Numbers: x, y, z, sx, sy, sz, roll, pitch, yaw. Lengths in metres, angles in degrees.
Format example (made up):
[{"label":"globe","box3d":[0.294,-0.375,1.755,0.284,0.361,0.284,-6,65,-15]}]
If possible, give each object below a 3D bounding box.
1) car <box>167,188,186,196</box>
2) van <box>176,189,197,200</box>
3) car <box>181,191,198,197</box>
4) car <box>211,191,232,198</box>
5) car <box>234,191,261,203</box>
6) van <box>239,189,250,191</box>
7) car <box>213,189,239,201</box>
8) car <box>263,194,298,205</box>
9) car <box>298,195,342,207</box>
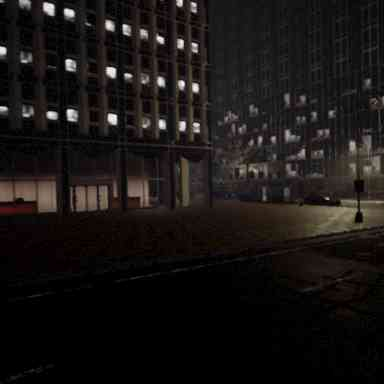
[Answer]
[{"label":"car","box3d":[-3.739,0.072,80.453,2.192,1.841,5.009,-1,1,-34]},{"label":"van","box3d":[-1.030,0.503,61.653,1.690,1.788,3.998,-1,1,-34]},{"label":"car","box3d":[-0.528,0.394,75.767,1.802,1.307,4.206,-1,1,-34]},{"label":"car","box3d":[5.889,0.504,66.383,1.802,1.307,4.206,-1,1,-34]},{"label":"car","box3d":[8.551,0.889,47.553,1.947,1.339,4.313,-1,1,-34]},{"label":"van","box3d":[9.093,0.317,61.687,1.690,1.788,3.998,-1,1,-34]},{"label":"car","box3d":[5.244,0.508,57.102,2.097,1.767,4.553,-2,2,-34]},{"label":"car","box3d":[11.710,0.959,42.829,1.802,1.307,4.206,-1,1,-34]},{"label":"car","box3d":[14.904,0.996,38.126,1.947,1.339,4.313,-1,1,-34]}]
